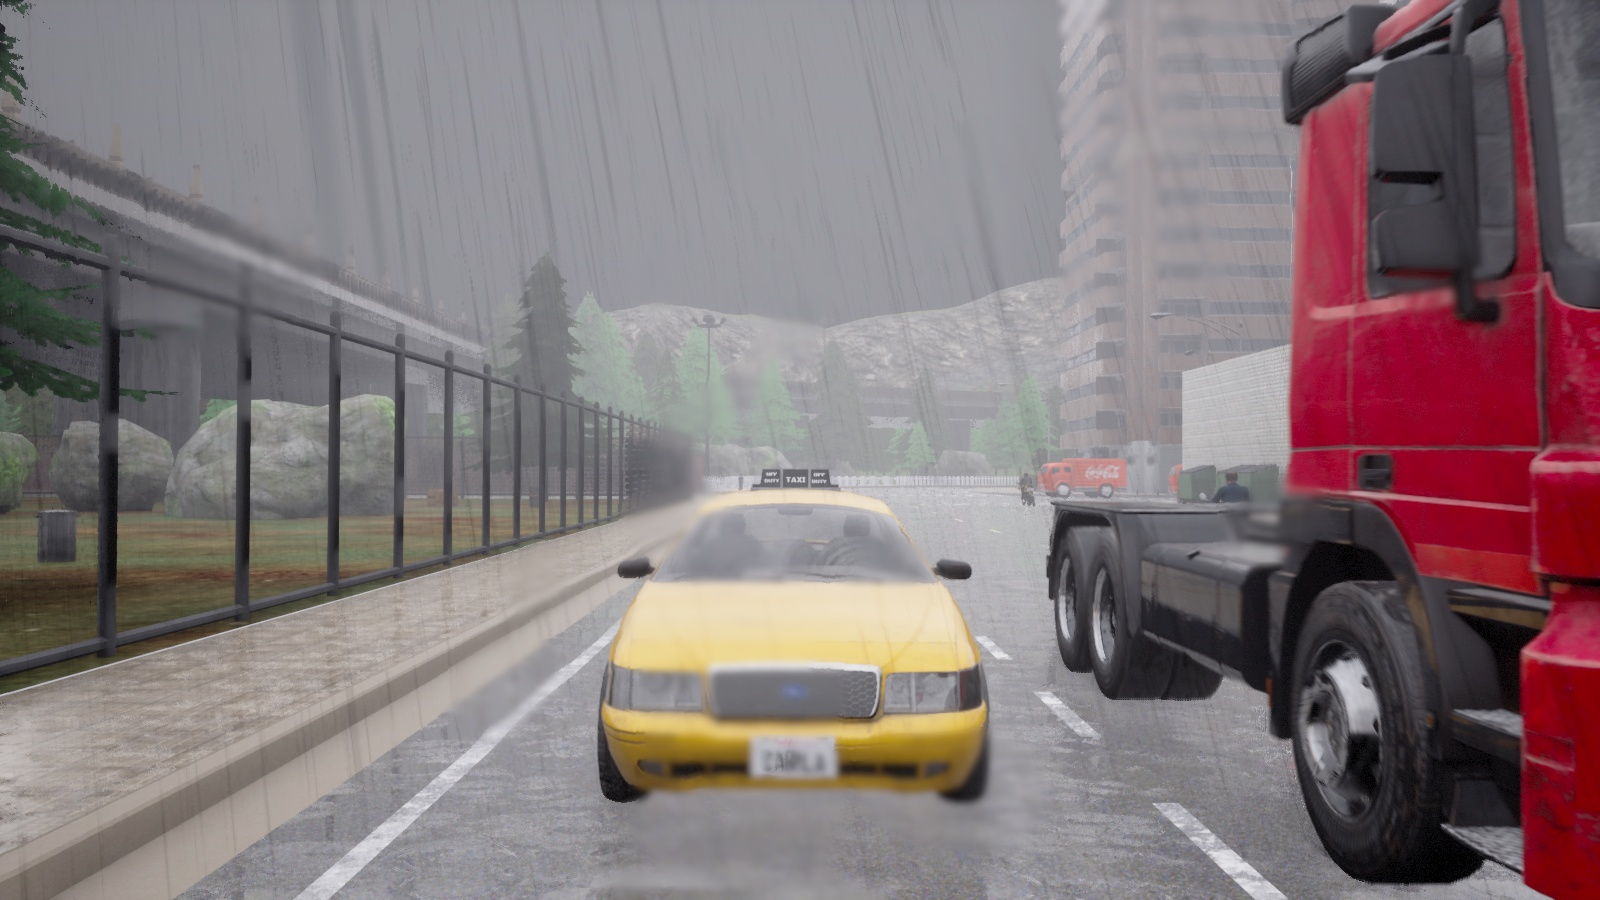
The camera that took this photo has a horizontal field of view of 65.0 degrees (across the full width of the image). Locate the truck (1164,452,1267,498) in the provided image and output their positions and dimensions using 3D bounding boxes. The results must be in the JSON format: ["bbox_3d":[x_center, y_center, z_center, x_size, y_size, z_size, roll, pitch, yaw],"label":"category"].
[{"bbox_3d":[24.940,1.515,75.580,5.204,2.467,2.627,-3,-1,0],"label":"truck"}]

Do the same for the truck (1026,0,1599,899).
[{"bbox_3d":[3.475,-0.061,7.174,2.891,3.462,7.936,0,-1,0],"label":"truck"}]

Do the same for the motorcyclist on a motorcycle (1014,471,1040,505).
[{"bbox_3d":[10.336,1.714,57.208,0.797,1.523,2.044,0,-1,0],"label":"motorcyclist on a motorcycle"}]

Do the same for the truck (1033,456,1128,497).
[{"bbox_3d":[17.436,1.620,78.231,5.204,2.467,2.627,0,0,-9],"label":"truck"}]

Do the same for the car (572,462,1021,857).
[{"bbox_3d":[-0.023,0.882,7.737,1.801,1.575,5.366,0,-1,0],"label":"car"}]
